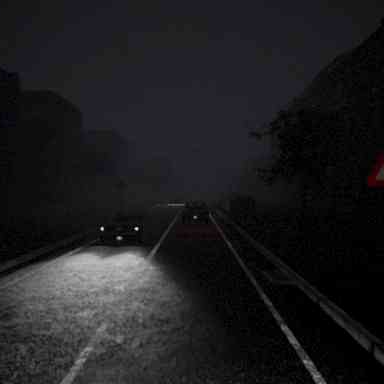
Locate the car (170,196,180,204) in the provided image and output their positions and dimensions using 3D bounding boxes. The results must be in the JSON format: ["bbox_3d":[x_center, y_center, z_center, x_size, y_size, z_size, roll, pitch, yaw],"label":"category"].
[{"bbox_3d":[-2.706,1.461,58.282,1.994,1.385,4.181,0,0,1],"label":"car"}]

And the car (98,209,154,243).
[{"bbox_3d":[-3.007,1.553,15.960,1.895,1.301,4.718,0,1,0],"label":"car"}]

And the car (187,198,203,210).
[{"bbox_3d":[0.351,1.499,42.875,1.895,1.301,4.718,0,0,0],"label":"car"}]

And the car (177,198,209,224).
[{"bbox_3d":[0.240,1.441,24.306,2.128,1.511,4.902,0,0,0],"label":"car"}]
